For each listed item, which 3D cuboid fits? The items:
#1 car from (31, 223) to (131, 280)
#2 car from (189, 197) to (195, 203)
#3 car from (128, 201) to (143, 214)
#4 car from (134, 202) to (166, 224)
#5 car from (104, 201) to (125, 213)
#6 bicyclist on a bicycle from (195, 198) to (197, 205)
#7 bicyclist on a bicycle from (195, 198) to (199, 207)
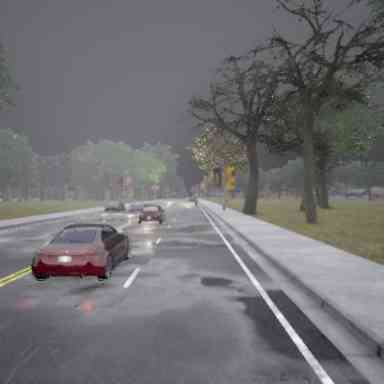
[{"bbox_3d":[-3.151,1.650,10.255,1.994,1.385,4.181,0,0,0],"label":"car"},{"bbox_3d":[-0.010,2.231,91.206,1.837,1.490,4.892,0,-1,0],"label":"car"},{"bbox_3d":[-6.589,1.882,41.055,1.812,1.442,4.674,0,0,0],"label":"car"},{"bbox_3d":[-3.153,1.752,26.624,1.812,1.442,4.674,0,-1,0],"label":"car"},{"bbox_3d":[-9.838,1.848,42.618,1.882,1.535,5.008,0,0,0],"label":"car"},{"bbox_3d":[0.887,2.095,72.697,0.582,1.620,1.656,0,-1,0],"label":"bicyclist on a bicycle"},{"bbox_3d":[0.878,2.001,64.205,0.866,1.612,1.509,0,-1,0],"label":"bicyclist on a bicycle"}]
